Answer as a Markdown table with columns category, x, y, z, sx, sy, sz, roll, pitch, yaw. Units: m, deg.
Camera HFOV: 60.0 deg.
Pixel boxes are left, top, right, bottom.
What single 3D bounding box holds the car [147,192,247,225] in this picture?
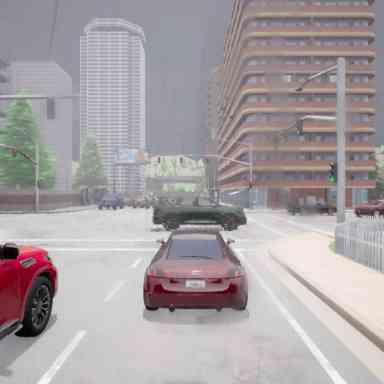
| category | x | y | z | sx | sy | sz | roll | pitch | yaw |
| --- | --- | --- | --- | --- | --- | --- | --- | --- | --- |
| car | 0.384 | 1.206 | 19.707 | 5.566 | 2.045 | 2.150 | 0 | 0 | 0 |

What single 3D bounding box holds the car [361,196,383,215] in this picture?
| category | x | y | z | sx | sy | sz | roll | pitch | yaw |
| --- | --- | --- | --- | --- | --- | --- | --- | --- | --- |
| car | 19.834 | 1.297 | 34.194 | 4.553 | 1.767 | 2.097 | 0 | 0 | -27 |

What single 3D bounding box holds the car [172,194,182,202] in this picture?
| category | x | y | z | sx | sy | sz | roll | pitch | yaw |
| --- | --- | --- | --- | --- | --- | --- | --- | --- | --- |
| car | -3.570 | 1.355 | 77.687 | 2.097 | 1.767 | 4.553 | 0 | 0 | 0 |

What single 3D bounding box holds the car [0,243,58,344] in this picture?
| category | x | y | z | sx | sy | sz | roll | pitch | yaw |
| --- | --- | --- | --- | --- | --- | --- | --- | --- | --- |
| car | -3.434 | 1.221 | 3.496 | 2.150 | 2.045 | 5.566 | 0 | 0 | 0 |

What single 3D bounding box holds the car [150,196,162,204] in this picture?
| category | x | y | z | sx | sy | sz | roll | pitch | yaw |
| --- | --- | --- | --- | --- | --- | --- | --- | --- | --- |
| car | -7.093 | 1.526 | 66.025 | 1.812 | 1.442 | 4.674 | 0 | 0 | 0 |

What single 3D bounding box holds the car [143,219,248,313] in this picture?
| category | x | y | z | sx | sy | sz | roll | pitch | yaw |
| --- | --- | --- | --- | --- | --- | --- | --- | --- | --- |
| car | 0.086 | 1.564 | 7.775 | 1.994 | 1.385 | 4.181 | 0 | 0 | 1 |

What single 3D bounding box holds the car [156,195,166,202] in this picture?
| category | x | y | z | sx | sy | sz | roll | pitch | yaw |
| --- | --- | --- | --- | --- | --- | --- | --- | --- | --- |
| car | -7.069 | 1.499 | 76.463 | 1.837 | 1.490 | 4.892 | 0 | 0 | 0 |

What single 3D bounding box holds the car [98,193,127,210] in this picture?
| category | x | y | z | sx | sy | sz | roll | pitch | yaw |
| --- | --- | --- | --- | --- | --- | --- | --- | --- | --- |
| car | -10.615 | 1.221 | 44.048 | 2.150 | 2.045 | 5.566 | 0 | 0 | 2 |

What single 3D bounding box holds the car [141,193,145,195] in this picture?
| category | x | y | z | sx | sy | sz | roll | pitch | yaw |
| --- | --- | --- | --- | --- | --- | --- | --- | --- | --- |
| car | -10.602 | 1.505 | 64.235 | 1.837 | 1.490 | 4.892 | 0 | 0 | 0 |

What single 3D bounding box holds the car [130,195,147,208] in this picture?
| category | x | y | z | sx | sy | sz | roll | pitch | yaw |
| --- | --- | --- | --- | --- | --- | --- | --- | --- | --- |
| car | -7.124 | 1.526 | 46.905 | 1.812 | 1.442 | 4.674 | 0 | 0 | -2 |

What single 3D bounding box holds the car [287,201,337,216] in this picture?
| category | x | y | z | sx | sy | sz | roll | pitch | yaw |
| --- | --- | --- | --- | --- | --- | --- | --- | --- | --- |
| car | 11.395 | 1.545 | 31.343 | 4.718 | 1.301 | 1.895 | 0 | 0 | -12 |

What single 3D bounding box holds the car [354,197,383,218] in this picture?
| category | x | y | z | sx | sy | sz | roll | pitch | yaw |
| --- | --- | --- | --- | --- | --- | --- | --- | --- | --- |
| car | 16.552 | 1.422 | 29.075 | 5.008 | 1.535 | 1.882 | 0 | 0 | -20 |

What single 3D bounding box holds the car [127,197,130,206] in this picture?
| category | x | y | z | sx | sy | sz | roll | pitch | yaw |
| --- | --- | --- | --- | --- | --- | --- | --- | --- | --- |
| car | -10.638 | 1.526 | 53.803 | 1.812 | 1.442 | 4.674 | 0 | 0 | 0 |
